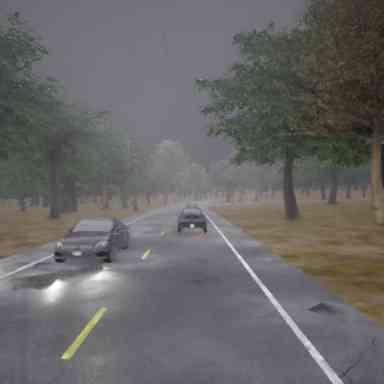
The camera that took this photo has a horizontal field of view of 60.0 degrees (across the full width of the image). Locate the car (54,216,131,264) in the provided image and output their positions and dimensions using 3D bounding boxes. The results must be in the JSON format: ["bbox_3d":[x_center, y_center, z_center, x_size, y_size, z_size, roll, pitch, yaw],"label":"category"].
[{"bbox_3d":[-3.531,1.670,12.605,1.812,1.442,4.674,0,-1,0],"label":"car"}]

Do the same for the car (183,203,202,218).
[{"bbox_3d":[0.037,2.044,37.862,2.033,1.411,5.357,0,-1,0],"label":"car"}]

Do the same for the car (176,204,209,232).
[{"bbox_3d":[0.031,1.766,22.042,1.837,1.490,4.892,0,-1,0],"label":"car"}]
